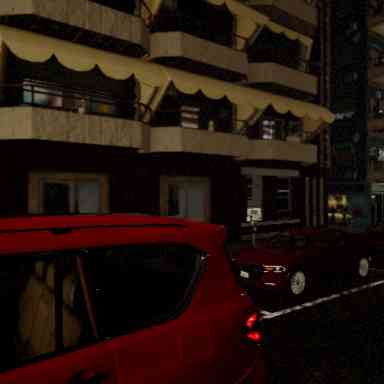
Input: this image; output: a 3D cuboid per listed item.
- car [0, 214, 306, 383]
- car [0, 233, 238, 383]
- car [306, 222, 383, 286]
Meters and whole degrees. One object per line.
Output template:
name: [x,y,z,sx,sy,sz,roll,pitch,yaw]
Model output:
car: [-1.995,1.217,1.950,5.566,2.045,2.150,1,0,-35]
car: [-1.503,1.581,5.496,4.313,1.339,1.947,1,-1,-35]
car: [2.995,1.603,8.703,4.507,1.381,1.887,1,-1,-35]
